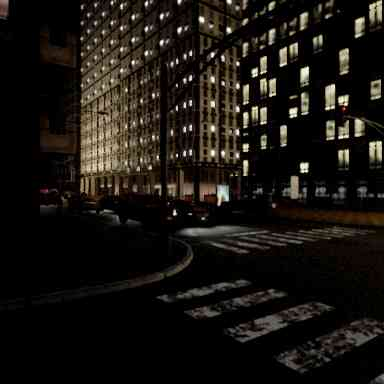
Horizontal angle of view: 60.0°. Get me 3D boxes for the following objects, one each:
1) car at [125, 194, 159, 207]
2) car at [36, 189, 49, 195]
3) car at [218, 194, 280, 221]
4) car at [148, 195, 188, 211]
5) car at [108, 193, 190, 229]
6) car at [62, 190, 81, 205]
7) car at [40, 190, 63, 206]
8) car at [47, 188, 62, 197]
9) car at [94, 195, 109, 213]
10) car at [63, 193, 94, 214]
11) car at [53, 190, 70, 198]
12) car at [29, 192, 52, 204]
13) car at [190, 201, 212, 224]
[{"bbox_3d":[-5.733,0.958,37.707,1.947,1.339,4.313,1,0,-36],"label":"car"},{"bbox_3d":[-35.173,-0.019,78.026,1.887,1.381,4.507,1,0,-36],"label":"car"},{"bbox_3d":[4.087,1.020,24.266,2.192,1.841,5.009,1,0,-36],"label":"car"},{"bbox_3d":[-2.462,1.063,33.227,1.947,1.339,4.313,1,0,-36],"label":"car"},{"bbox_3d":[-2.644,1.004,19.275,2.192,1.841,5.009,2,0,-36],"label":"car"},{"bbox_3d":[-12.404,0.808,37.018,2.128,1.511,4.902,0,1,-36],"label":"car"},{"bbox_3d":[-15.733,0.823,37.192,2.008,1.369,4.403,2,0,-36],"label":"car"},{"bbox_3d":[-28.628,0.091,69.066,1.967,1.590,4.097,1,0,-36],"label":"car"},{"bbox_3d":[-6.506,0.983,28.924,1.882,1.535,5.008,0,1,-36],"label":"car"},{"bbox_3d":[-9.193,1.063,28.234,1.802,1.307,4.206,2,0,-36],"label":"car"},{"bbox_3d":[-25.360,0.302,64.587,1.887,1.381,4.507,1,0,-36],"label":"car"},{"bbox_3d":[-19.004,0.748,41.670,1.802,1.307,4.206,2,0,-36],"label":"car"},{"bbox_3d":[-0.721,1.215,21.001,1.812,1.442,4.674,0,1,-36],"label":"car"}]
